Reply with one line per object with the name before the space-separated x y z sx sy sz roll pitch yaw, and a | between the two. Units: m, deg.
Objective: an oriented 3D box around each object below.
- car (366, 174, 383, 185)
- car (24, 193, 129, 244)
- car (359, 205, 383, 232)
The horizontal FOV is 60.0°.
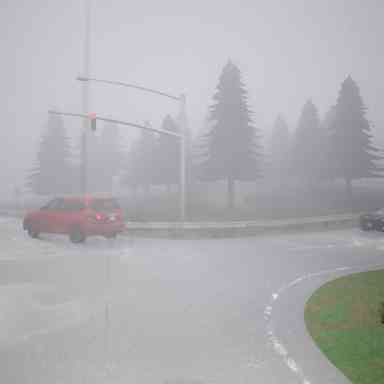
car | 28.057 -2.127 51.174 2.150 2.045 5.566 0 5 25
car | -5.675 1.223 15.896 5.566 2.045 2.150 0 1 33
car | 10.987 1.224 17.369 5.008 1.535 1.882 -3 1 -24
